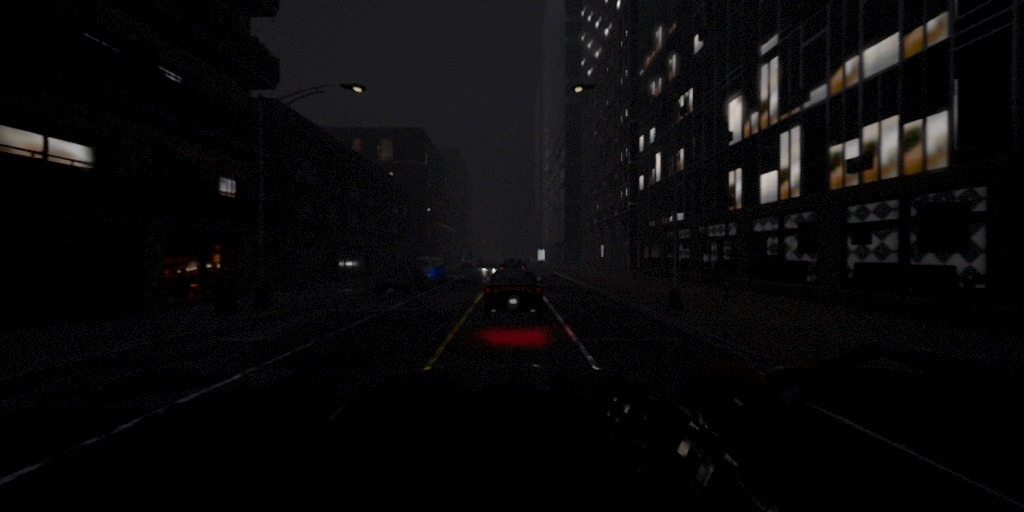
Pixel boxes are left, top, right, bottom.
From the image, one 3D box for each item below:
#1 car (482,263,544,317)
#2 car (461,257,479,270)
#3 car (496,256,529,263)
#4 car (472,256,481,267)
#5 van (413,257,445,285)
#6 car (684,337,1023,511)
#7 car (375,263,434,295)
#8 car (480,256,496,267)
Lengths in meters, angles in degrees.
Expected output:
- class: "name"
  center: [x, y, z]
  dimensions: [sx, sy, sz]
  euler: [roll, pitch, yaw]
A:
- class: "car"
  center: [0.058, 1.168, 12.856]
  dimensions: [1.882, 1.535, 5.008]
  euler: [0, 0, 0]
- class: "car"
  center: [-5.716, 1.092, 47.209]
  dimensions: [1.802, 1.307, 4.207]
  euler: [0, 0, 0]
- class: "car"
  center: [0.053, 0.957, 28.540]
  dimensions: [2.097, 1.767, 4.553]
  euler: [0, 0, 0]
- class: "car"
  center: [-5.719, 1.066, 52.857]
  dimensions: [1.802, 1.307, 4.207]
  euler: [0, 0, 0]
- class: "van"
  center: [-5.703, 0.968, 24.616]
  dimensions: [1.690, 1.789, 3.998]
  euler: [0, 0, 0]
- class: "car"
  center: [2.689, 1.188, 2.025]
  dimensions: [1.967, 1.591, 4.097]
  euler: [0, 0, 0]
- class: "car"
  center: [-5.701, 1.224, 18.967]
  dimensions: [1.948, 1.339, 4.313]
  euler: [0, 0, 0]
- class: "car"
  center: [-3.106, 1.017, 51.321]
  dimensions: [1.812, 1.442, 4.674]
  euler: [0, 0, 0]
